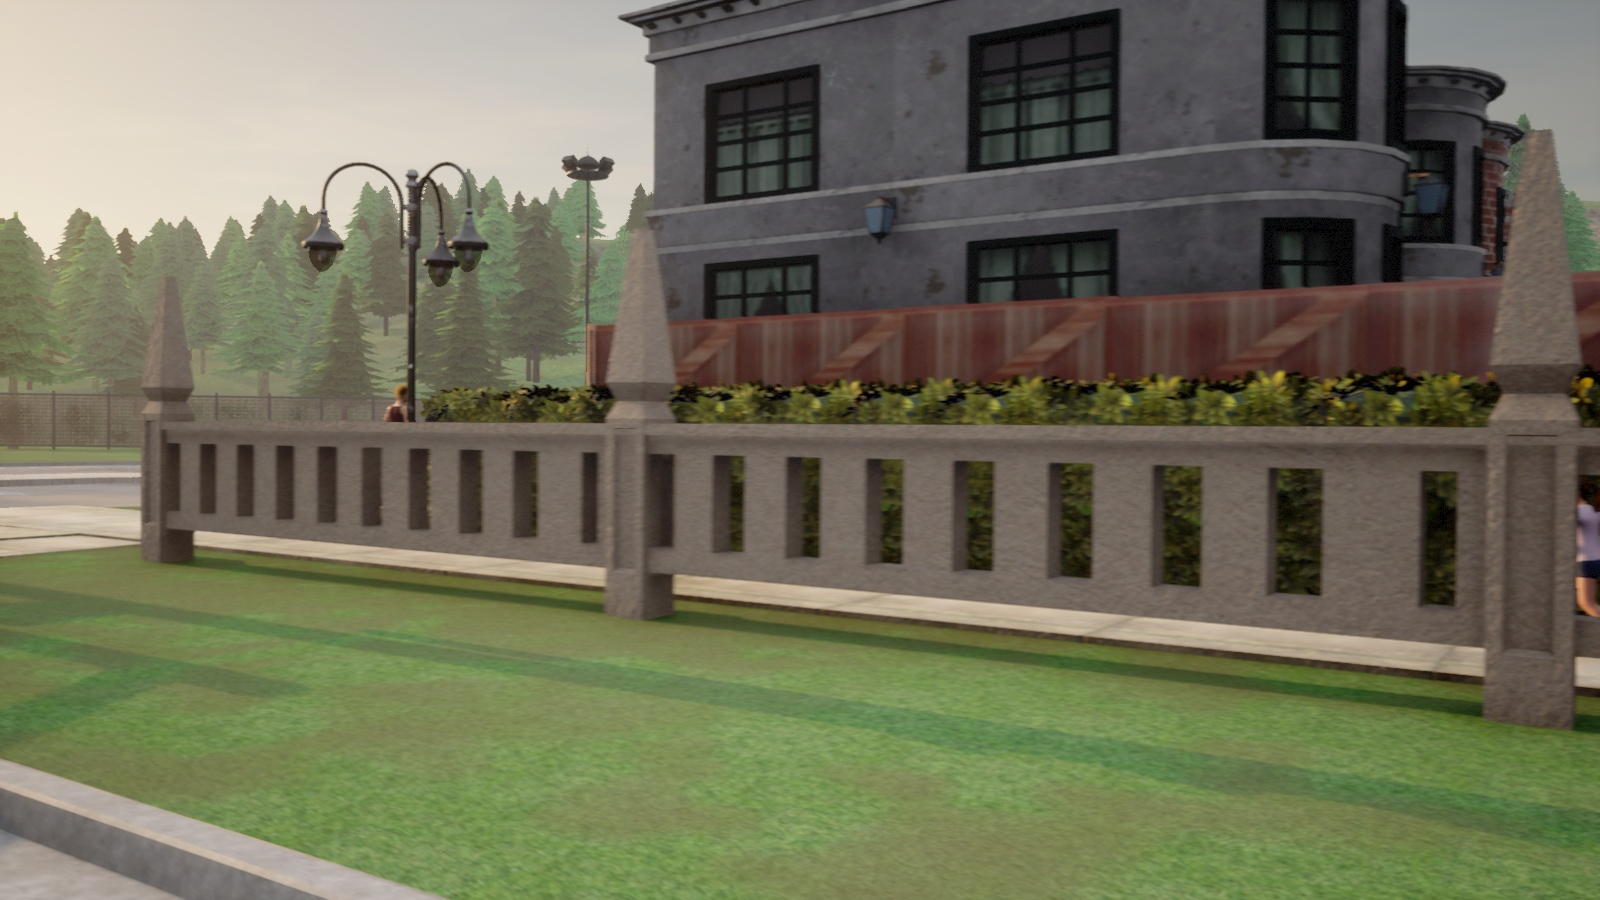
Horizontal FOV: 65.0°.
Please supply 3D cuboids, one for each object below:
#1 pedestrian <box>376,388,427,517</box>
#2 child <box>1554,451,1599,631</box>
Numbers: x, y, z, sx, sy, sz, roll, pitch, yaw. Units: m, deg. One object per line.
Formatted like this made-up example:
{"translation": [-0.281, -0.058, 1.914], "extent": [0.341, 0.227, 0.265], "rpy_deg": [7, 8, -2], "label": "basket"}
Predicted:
{"translation": [-5.747, 0.032, 18.102], "extent": [0.345, 1.836, 0.594], "rpy_deg": [0, 1, 34], "label": "pedestrian"}
{"translation": [5.011, 0.567, 7.920], "extent": [0.394, 1.110, 0.255], "rpy_deg": [0, 1, 42], "label": "child"}
